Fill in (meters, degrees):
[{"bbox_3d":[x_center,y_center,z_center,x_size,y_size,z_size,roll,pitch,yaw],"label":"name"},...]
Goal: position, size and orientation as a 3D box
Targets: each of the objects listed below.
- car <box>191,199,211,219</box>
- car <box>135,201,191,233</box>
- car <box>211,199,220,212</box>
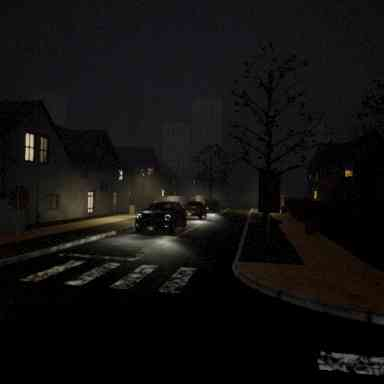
[{"bbox_3d":[0.222,1.551,29.388,1.812,1.442,4.674,1,0,11],"label":"car"},{"bbox_3d":[-1.699,1.335,19.526,2.097,1.767,4.553,1,0,11],"label":"car"},{"bbox_3d":[2.226,1.561,39.587,2.128,1.511,4.902,1,0,11],"label":"car"}]
